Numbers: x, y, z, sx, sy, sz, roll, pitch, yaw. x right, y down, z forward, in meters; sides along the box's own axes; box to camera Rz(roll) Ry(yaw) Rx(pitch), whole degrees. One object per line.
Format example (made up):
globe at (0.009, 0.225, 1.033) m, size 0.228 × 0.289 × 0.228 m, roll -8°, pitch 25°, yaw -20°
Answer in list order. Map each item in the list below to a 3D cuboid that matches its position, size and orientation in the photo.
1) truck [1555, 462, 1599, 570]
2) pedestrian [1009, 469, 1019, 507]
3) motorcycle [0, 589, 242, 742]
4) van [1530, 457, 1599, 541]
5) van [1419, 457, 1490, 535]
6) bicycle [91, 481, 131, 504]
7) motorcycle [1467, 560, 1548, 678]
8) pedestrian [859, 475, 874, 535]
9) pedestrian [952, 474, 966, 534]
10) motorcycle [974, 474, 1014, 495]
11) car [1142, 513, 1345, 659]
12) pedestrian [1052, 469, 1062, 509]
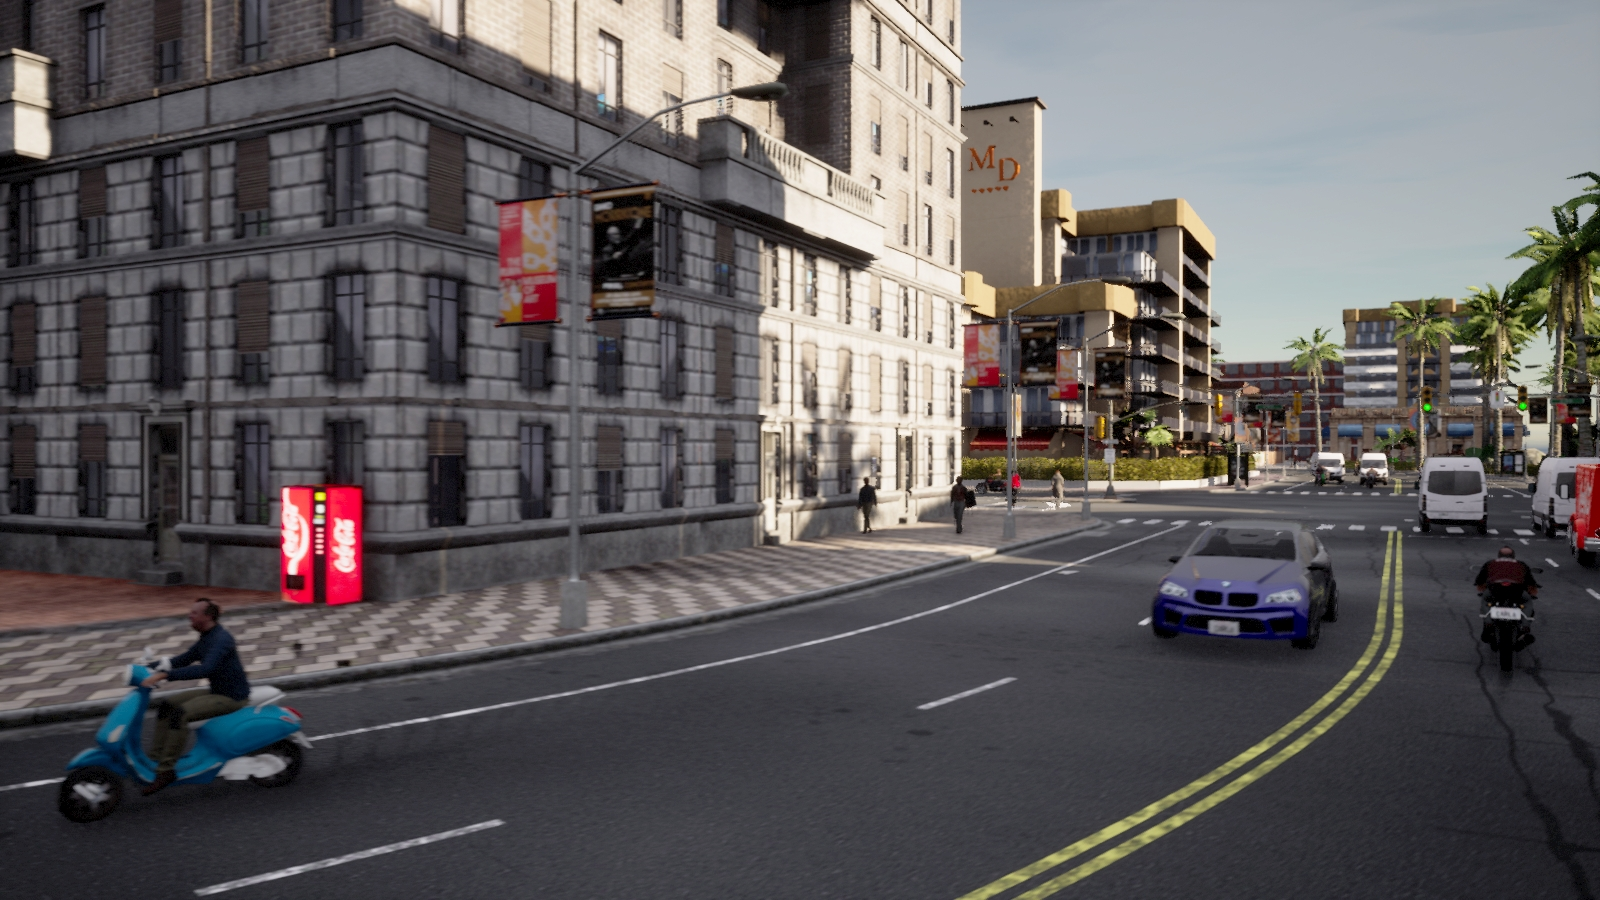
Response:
truck at (20.752, 1.573, 28.573) m, size 2.627 × 2.467 × 5.204 m, roll 0°, pitch 0°, yaw 28°
pedestrian at (10.587, 1.858, 56.484) m, size 0.375 × 1.860 × 0.375 m, roll 0°, pitch 0°, yaw 27°
motorcycle at (-7.052, 2.173, 11.732) m, size 2.356 × 1.277 × 0.764 m, roll 0°, pitch 0°, yaw -25°
van at (25.869, 1.538, 38.198) m, size 1.988 × 2.561 × 5.915 m, roll 0°, pitch 0°, yaw 28°
van at (23.224, 1.538, 40.714) m, size 1.988 × 2.561 × 5.915 m, roll 0°, pitch 0°, yaw 28°
bicycle at (-36.363, 2.226, 60.327) m, size 0.329 × 1.171 × 1.835 m, roll 0°, pitch 0°, yaw 31°
motorcycle at (9.502, 2.207, 15.346) m, size 0.867 × 1.251 × 2.209 m, roll 0°, pitch 0°, yaw 32°
pedestrian at (2.085, 1.703, 35.726) m, size 0.375 × 1.860 × 0.375 m, roll 0°, pitch 0°, yaw 26°
pedestrian at (5.022, 1.702, 36.007) m, size 0.375 × 1.860 × 0.375 m, roll 0°, pitch 0°, yaw 18°
motorcycle at (12.304, 2.182, 72.388) m, size 2.356 × 1.277 × 0.764 m, roll 0°, pitch 0°, yaw 27°
car at (7.073, 1.970, 17.910) m, size 2.242 × 1.667 × 4.611 m, roll 0°, pitch 0°, yaw 31°
pedestrian at (12.284, 1.858, 54.635) m, size 0.375 × 1.860 × 0.375 m, roll 0°, pitch 0°, yaw 27°
